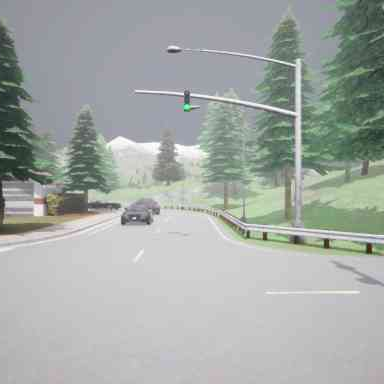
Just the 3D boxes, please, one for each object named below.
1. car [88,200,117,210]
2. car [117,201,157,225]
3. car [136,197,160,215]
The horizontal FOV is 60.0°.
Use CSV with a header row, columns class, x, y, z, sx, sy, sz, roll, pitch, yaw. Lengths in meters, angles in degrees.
class,x,y,z,sx,sy,sz,roll,pitch,yaw
car,-11.244,1.608,41.717,4.718,1.301,1.895,0,0,14
car,-3.898,1.564,24.162,1.994,1.385,4.181,0,0,-2
car,-4.697,1.352,33.955,2.097,1.767,4.553,0,0,-19
